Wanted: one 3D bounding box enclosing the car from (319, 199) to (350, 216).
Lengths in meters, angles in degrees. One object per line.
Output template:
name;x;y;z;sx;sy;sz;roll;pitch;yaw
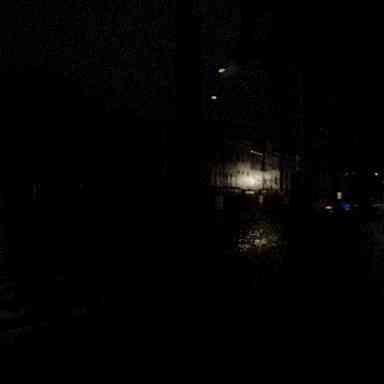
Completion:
car;16.226;1.902;37.864;2.128;1.511;4.902;-1;-1;30

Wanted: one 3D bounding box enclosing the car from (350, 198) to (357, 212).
car;21.558;1.984;46.724;1.882;1.535;5.008;-1;-1;31
